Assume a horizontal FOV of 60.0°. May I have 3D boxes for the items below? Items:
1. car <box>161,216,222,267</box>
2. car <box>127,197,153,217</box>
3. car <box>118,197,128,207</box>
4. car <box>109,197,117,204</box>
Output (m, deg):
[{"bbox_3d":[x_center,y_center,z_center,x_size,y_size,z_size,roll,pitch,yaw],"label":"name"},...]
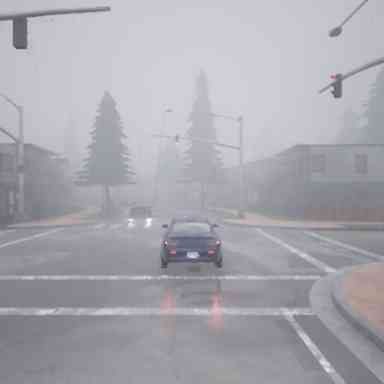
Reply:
[{"bbox_3d":[-0.058,1.535,11.308,1.812,1.442,4.674,0,0,-2],"label":"car"},{"bbox_3d":[-4.803,1.497,31.781,1.882,1.535,5.008,0,0,-6],"label":"car"},{"bbox_3d":[-9.884,1.557,51.490,1.837,1.490,4.892,0,0,-23],"label":"car"},{"bbox_3d":[-15.167,1.641,66.871,1.994,1.385,4.181,0,0,-39],"label":"car"}]
